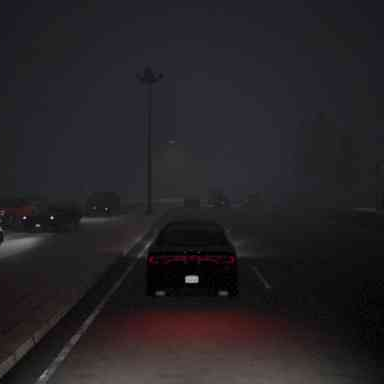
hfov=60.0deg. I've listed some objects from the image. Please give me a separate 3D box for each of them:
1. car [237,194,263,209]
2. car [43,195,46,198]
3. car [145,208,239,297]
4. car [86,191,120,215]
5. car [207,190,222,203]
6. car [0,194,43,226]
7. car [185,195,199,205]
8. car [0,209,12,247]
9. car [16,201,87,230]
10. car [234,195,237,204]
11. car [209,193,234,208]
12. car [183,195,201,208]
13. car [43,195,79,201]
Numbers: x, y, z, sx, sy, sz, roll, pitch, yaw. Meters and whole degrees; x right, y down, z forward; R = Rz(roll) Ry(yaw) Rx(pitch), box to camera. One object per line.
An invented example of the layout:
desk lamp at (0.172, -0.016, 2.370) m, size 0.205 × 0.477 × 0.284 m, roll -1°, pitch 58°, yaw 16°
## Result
car at (6.991, 0.979, 39.444) m, size 2.097 × 1.767 × 4.553 m, roll 0°, pitch 1°, yaw 0°
car at (-15.007, 1.054, 31.503) m, size 2.097 × 1.767 × 4.553 m, roll 0°, pitch 1°, yaw 0°
car at (-0.002, 1.397, 8.448) m, size 1.882 × 1.535 × 5.008 m, roll 0°, pitch 1°, yaw 0°
car at (-8.007, 0.936, 30.149) m, size 2.150 × 2.045 × 5.566 m, roll 0°, pitch 1°, yaw 0°
car at (3.489, 0.753, 49.505) m, size 2.150 × 2.045 × 5.566 m, roll 0°, pitch 1°, yaw 0°
car at (-11.522, 1.156, 20.668) m, size 2.097 × 1.767 × 4.553 m, roll 0°, pitch 1°, yaw 0°
car at (-0.011, 1.132, 49.508) m, size 1.895 × 1.301 × 4.718 m, roll 0°, pitch 1°, yaw 0°
car at (-8.080, 1.461, 10.828) m, size 1.994 × 1.385 × 4.181 m, roll 0°, pitch 1°, yaw 0°
car at (-8.033, 1.415, 19.582) m, size 1.895 × 1.301 × 4.718 m, roll 0°, pitch 1°, yaw 1°
car at (6.989, 1.079, 49.479) m, size 2.033 × 1.411 × 5.357 m, roll 0°, pitch 1°, yaw 0°
car at (3.491, 1.190, 39.475) m, size 1.994 × 1.385 × 4.181 m, roll 0°, pitch 1°, yaw 0°
car at (-0.009, 1.122, 39.057) m, size 2.128 × 1.511 × 4.902 m, roll 0°, pitch 1°, yaw 0°
car at (-11.507, 1.236, 30.589) m, size 1.812 × 1.442 × 4.674 m, roll 0°, pitch 1°, yaw 0°
